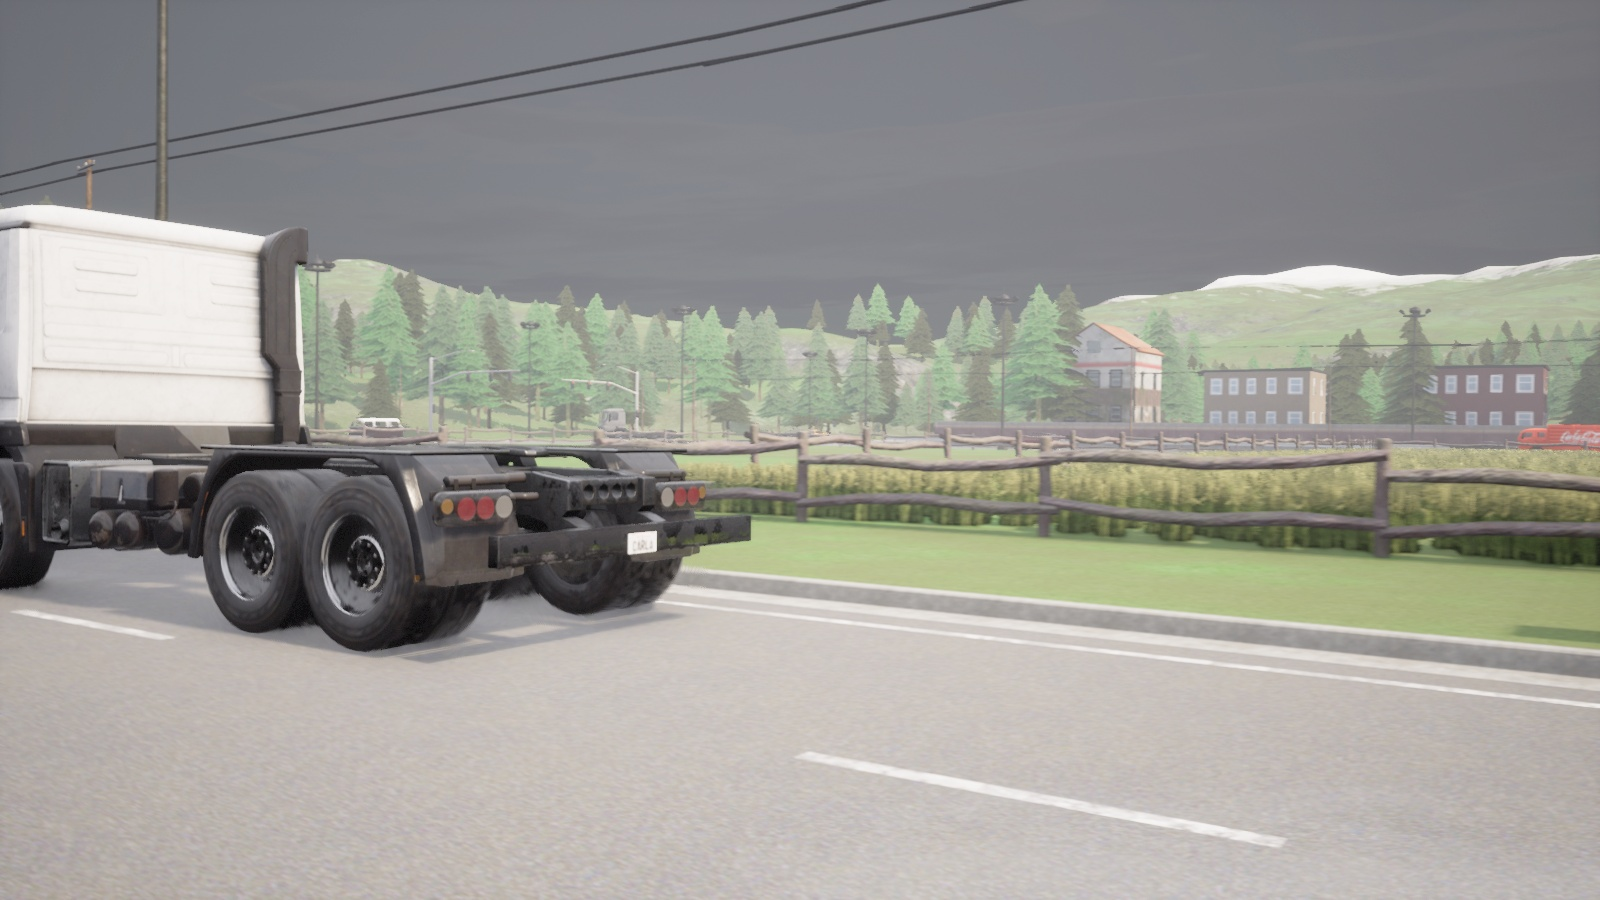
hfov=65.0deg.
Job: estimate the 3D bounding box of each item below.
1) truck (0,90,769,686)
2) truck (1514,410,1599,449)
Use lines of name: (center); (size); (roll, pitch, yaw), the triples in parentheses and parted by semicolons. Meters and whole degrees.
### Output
truck: (-4.360, -0.392, 10.700); (7.936, 3.462, 2.891); (0, 1, 34)
truck: (49.898, -1.343, 82.272); (5.204, 2.467, 2.627); (0, 1, 34)
